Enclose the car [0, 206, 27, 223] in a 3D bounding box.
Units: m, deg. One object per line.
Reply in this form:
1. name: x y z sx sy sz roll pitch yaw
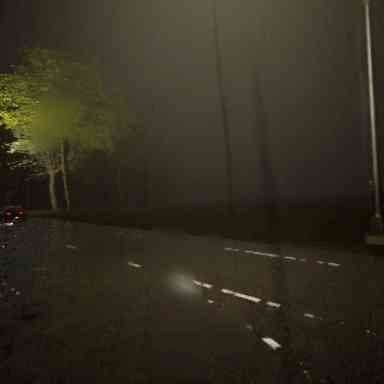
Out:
1. car: -17.622 2.170 32.517 1.837 1.490 4.892 -4 1 -39
